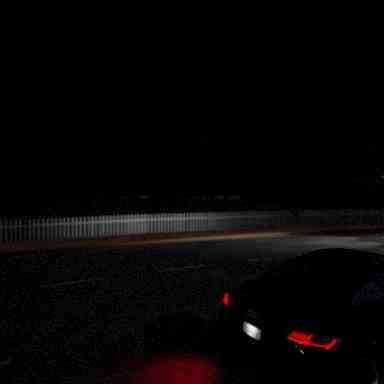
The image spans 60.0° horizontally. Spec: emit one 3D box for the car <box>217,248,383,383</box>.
[{"bbox_3d":[2.448,1.537,4.706,4.181,1.385,1.994,0,0,-28],"label":"car"}]
